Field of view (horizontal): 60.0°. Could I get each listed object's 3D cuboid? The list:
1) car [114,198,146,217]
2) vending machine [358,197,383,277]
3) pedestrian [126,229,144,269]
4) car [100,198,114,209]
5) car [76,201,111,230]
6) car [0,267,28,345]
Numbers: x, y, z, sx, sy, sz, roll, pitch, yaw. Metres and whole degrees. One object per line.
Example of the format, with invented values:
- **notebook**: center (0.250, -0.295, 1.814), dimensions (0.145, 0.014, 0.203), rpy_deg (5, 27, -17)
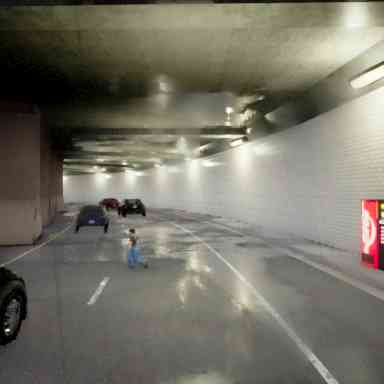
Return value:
- **car**: center (-5.834, 1.352, 31.629), dimensions (2.097, 1.767, 4.553), rpy_deg (0, 0, -20)
- **vending machine**: center (5.399, 1.195, 9.249), dimensions (1.100, 2.100, 0.880), rpy_deg (0, 0, -6)
- **pedestrian**: center (-1.648, 1.574, 9.582), dimensions (0.375, 1.300, 0.375), rpy_deg (0, 0, -6)
- **car**: center (-10.593, 1.478, 42.574), dimensions (1.882, 1.535, 5.008), rpy_deg (0, 0, -28)
- **car**: center (-6.220, 1.526, 20.995), dimensions (1.812, 1.442, 4.674), rpy_deg (0, 0, -14)
- **car**: center (-3.637, 1.353, 3.500), dimensions (2.097, 1.767, 4.553), rpy_deg (0, 0, -2)
